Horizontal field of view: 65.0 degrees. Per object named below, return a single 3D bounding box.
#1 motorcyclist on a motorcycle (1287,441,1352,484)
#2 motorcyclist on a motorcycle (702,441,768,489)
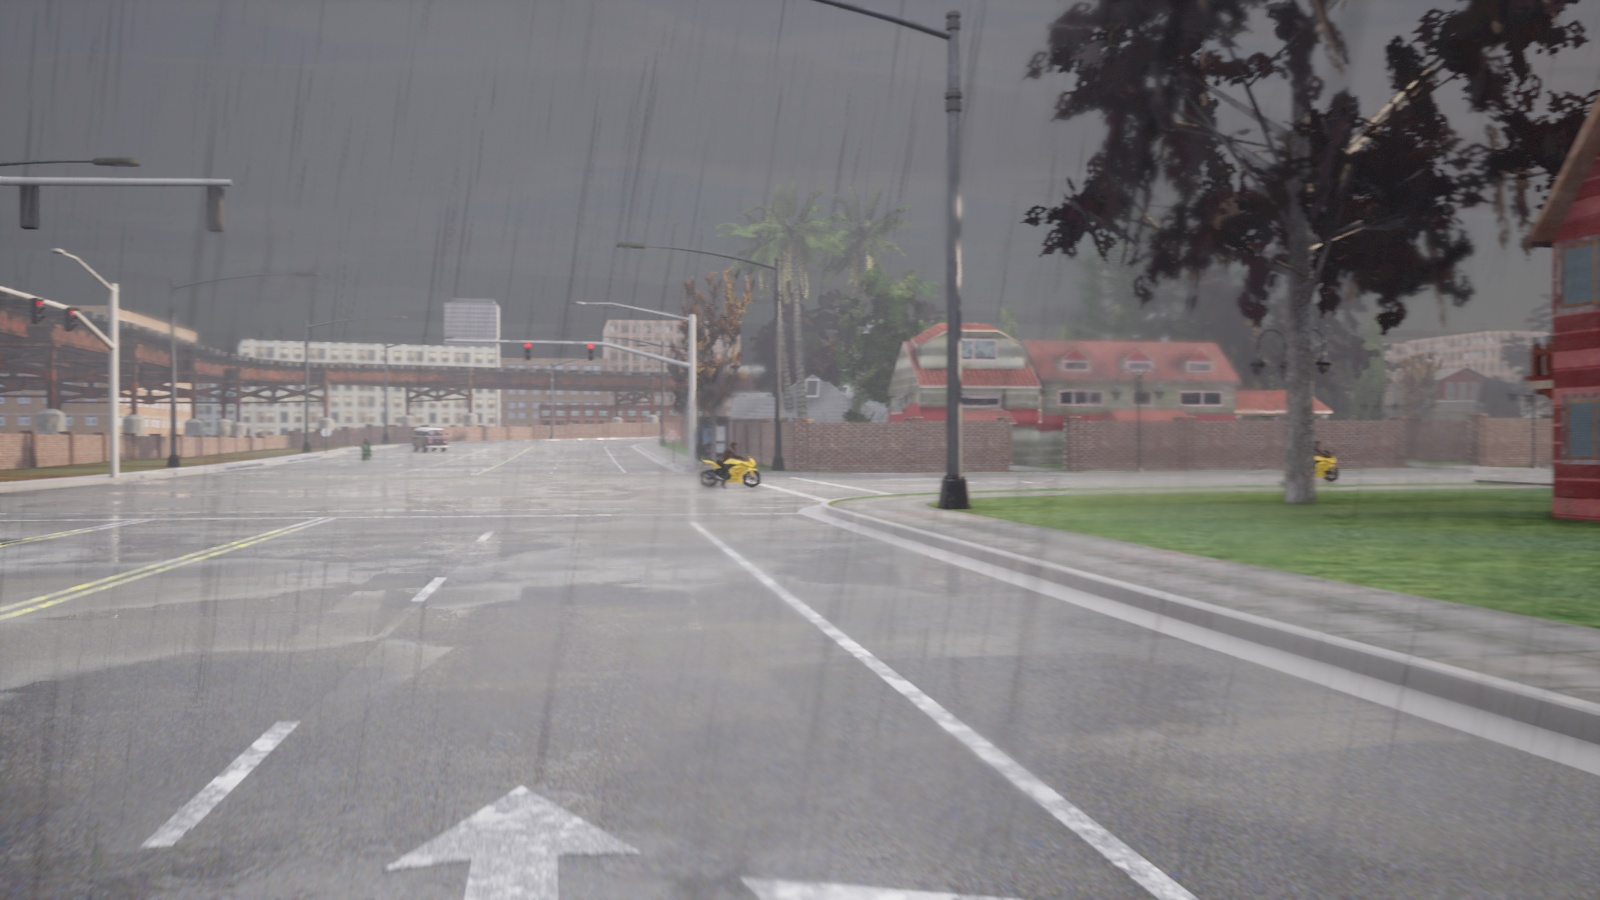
[{"bbox_3d":[18.496,0.431,44.697,2.044,1.523,0.797,0,0,-11],"label":"motorcyclist on a motorcycle"},{"bbox_3d":[-2.111,0.477,40.654,2.044,1.523,0.797,0,0,-11],"label":"motorcyclist on a motorcycle"}]
